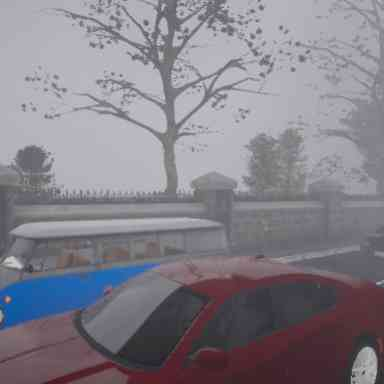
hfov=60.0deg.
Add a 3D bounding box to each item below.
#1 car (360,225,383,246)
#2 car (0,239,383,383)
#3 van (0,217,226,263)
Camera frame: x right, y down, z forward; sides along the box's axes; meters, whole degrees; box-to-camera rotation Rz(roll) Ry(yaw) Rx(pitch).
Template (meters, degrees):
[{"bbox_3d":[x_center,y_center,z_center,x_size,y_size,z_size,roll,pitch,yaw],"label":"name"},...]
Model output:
[{"bbox_3d":[7.977,1.702,12.256,4.313,1.339,1.947,1,0,-36],"label":"car"},{"bbox_3d":[0.133,1.498,3.471,5.008,1.535,1.882,1,0,-36],"label":"car"},{"bbox_3d":[-1.185,1.363,5.714,3.998,1.788,1.690,1,0,-36],"label":"van"}]
